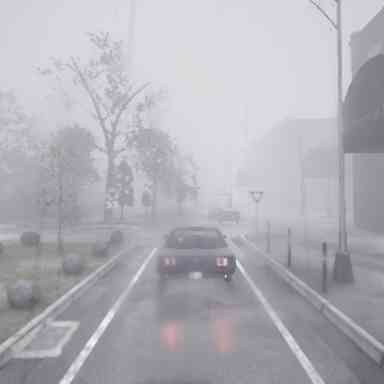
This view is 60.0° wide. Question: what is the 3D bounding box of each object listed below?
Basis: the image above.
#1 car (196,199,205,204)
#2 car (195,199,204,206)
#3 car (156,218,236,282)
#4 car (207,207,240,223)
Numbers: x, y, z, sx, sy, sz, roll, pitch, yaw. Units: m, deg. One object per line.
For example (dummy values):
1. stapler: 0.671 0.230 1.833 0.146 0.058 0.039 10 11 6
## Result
1. car: 2.262 2.409 86.876 1.895 1.301 4.718 0 -1 5
2. car: 1.695 2.392 76.519 1.837 1.490 4.892 0 0 3
3. car: 0.097 1.671 9.898 1.895 1.301 4.718 0 -1 0
4. car: 2.955 2.170 32.041 1.882 1.535 5.008 1 -2 -15
